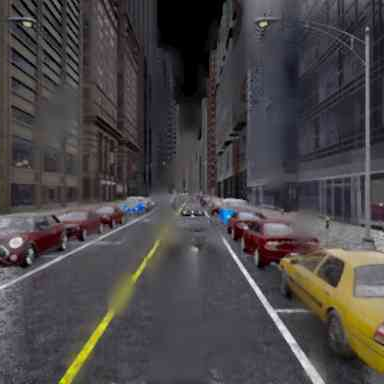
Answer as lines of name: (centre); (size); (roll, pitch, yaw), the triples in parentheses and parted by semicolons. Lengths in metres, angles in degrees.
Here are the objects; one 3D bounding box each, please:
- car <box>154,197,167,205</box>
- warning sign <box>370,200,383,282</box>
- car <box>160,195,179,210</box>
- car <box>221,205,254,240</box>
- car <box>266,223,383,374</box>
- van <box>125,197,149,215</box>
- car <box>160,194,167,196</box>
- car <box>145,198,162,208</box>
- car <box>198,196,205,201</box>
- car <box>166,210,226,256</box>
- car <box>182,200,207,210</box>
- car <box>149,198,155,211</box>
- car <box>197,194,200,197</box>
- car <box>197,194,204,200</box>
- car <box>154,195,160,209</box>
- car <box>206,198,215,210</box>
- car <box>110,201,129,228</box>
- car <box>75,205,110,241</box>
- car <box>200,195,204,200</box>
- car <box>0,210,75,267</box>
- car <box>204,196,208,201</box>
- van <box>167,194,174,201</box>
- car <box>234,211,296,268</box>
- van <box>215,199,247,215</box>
car: (-5.786, 1.665, 61.627); (1.947, 1.339, 4.313); (0, 0, 0)
warning sign: (5.061, 1.127, 7.702); (1.300, 1.860, 1.060); (0, 0, 0)
car: (-3.106, 1.576, 45.257); (1.837, 1.490, 4.892); (0, 0, 0)
car: (2.758, 1.571, 16.825); (1.887, 1.381, 4.507); (0, 0, 0)
car: (2.763, 1.535, 5.791); (1.752, 1.417, 4.829); (0, 0, 0)
van: (-5.773, 1.395, 33.619); (1.690, 1.788, 3.998); (0, 0, 0)
car: (-5.783, 1.530, 56.025); (1.967, 1.590, 4.097); (0, 0, 0)
car: (-5.781, 1.647, 50.423); (1.947, 1.339, 4.313); (0, 0, 0)
car: (2.725, 1.746, 95.254); (1.802, 1.307, 4.206); (0, 0, 0)
car: (0.076, 1.622, 13.190); (1.895, 1.301, 4.718); (0, 0, 0)
car: (0.065, 1.646, 28.472); (1.895, 1.301, 4.718); (0, 0, 0)
car: (-5.776, 1.645, 39.220); (1.802, 1.307, 4.206); (0, 0, 0)
car: (2.732, 1.695, 78.448); (1.947, 1.339, 4.313); (0, 0, 0)
car: (2.735, 1.684, 72.847); (1.947, 1.339, 4.313); (0, 0, 0)
car: (-5.778, 1.512, 44.822); (1.967, 1.590, 4.097); (0, 0, 0)
car: (2.751, 1.598, 33.632); (1.887, 1.381, 4.507); (0, 0, 0)
car: (-5.769, 1.581, 22.415); (1.887, 1.381, 4.507); (0, 0, 0)
car: (-5.767, 1.572, 16.812); (1.887, 1.381, 4.507); (0, 0, 0)
car: (2.742, 1.634, 56.040); (1.887, 1.381, 4.507); (0, 0, 0)
car: (-5.764, 1.458, 11.211); (1.967, 1.590, 4.097); (0, 0, 0)
car: (2.750, 1.502, 39.234); (1.967, 1.590, 4.097); (0, 0, 0)
van: (-5.797, 1.493, 89.635); (1.690, 1.788, 3.998); (0, 0, 0)
car: (2.761, 1.562, 11.223); (1.887, 1.381, 4.507); (0, 0, 0)
van: (2.757, 1.377, 22.427); (1.690, 1.788, 3.998); (0, 0, 0)
